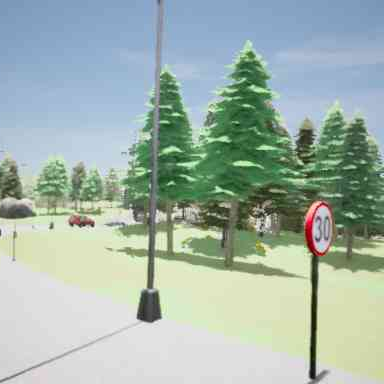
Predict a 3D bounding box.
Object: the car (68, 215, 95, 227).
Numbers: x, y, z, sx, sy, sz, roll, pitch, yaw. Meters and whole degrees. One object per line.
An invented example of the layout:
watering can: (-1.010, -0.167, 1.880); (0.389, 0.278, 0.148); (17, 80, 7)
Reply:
car: (-19.615, 5.209, 59.166); (2.150, 2.045, 5.566); (1, -6, 20)

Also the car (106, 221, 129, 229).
car: (-15.328, 6.789, 68.734); (2.033, 1.411, 5.357); (1, -7, 34)
